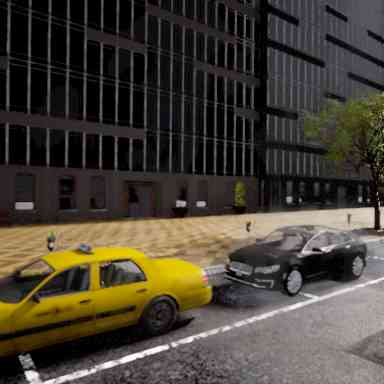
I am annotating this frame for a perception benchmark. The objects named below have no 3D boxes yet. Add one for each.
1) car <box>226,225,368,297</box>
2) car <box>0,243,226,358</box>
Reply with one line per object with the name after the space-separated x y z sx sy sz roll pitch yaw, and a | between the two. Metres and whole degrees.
2.815 1.556 8.555 4.403 1.369 2.008 0 1 -35 | car
-1.921 1.526 5.177 4.829 1.417 1.752 0 1 -35 | car
